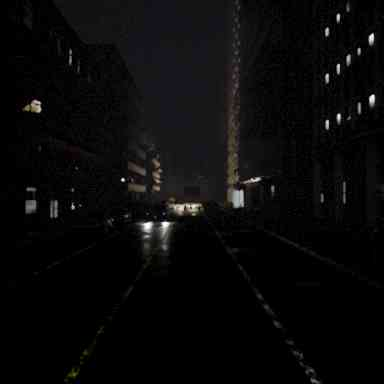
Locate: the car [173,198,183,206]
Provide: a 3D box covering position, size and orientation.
[{"bbox_3d":[-2.949,2.292,73.198,1.812,1.442,4.674,0,-1,0],"label":"car"}]

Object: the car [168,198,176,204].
[{"bbox_3d":[-5.624,2.437,93.065,1.967,1.590,4.097,0,-1,0],"label":"car"}]

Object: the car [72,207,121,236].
[{"bbox_3d":[-5.677,1.782,19.637,1.802,1.307,4.206,0,-1,0],"label":"car"}]

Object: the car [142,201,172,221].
[{"bbox_3d":[-3.076,1.838,30.264,1.812,1.442,4.674,0,-1,0],"label":"car"}]

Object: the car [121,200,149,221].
[{"bbox_3d":[-5.669,1.634,30.936,2.192,1.841,5.009,0,-1,0],"label":"car"}]

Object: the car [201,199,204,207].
[{"bbox_3d":[2.724,1.939,47.873,1.967,1.590,4.097,0,-1,0],"label":"car"}]

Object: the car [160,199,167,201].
[{"bbox_3d":[-5.653,2.110,53.526,2.008,1.369,4.403,0,-1,0],"label":"car"}]

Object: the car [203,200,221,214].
[{"bbox_3d":[2.720,1.966,42.395,1.752,1.417,4.829,0,-1,0],"label":"car"}]

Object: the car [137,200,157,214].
[{"bbox_3d":[-5.661,1.879,42.232,1.967,1.590,4.097,0,-1,0],"label":"car"}]

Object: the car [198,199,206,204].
[{"bbox_3d":[2.756,2.543,93.058,1.887,1.381,4.507,0,-1,0],"label":"car"}]

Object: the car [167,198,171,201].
[{"bbox_3d":[-5.645,2.247,64.823,1.947,1.339,4.313,0,-1,0],"label":"car"}]

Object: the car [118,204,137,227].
[{"bbox_3d":[-5.673,1.841,25.285,1.802,1.307,4.206,0,-1,0],"label":"car"}]

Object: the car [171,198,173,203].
[{"bbox_3d":[-5.641,2.267,70.302,1.752,1.417,4.829,0,-1,0],"label":"car"}]

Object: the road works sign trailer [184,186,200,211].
[{"bbox_3d":[0.035,0.965,48.044,2.380,3.560,2.880,0,-1,0],"label":"road works sign trailer"}]

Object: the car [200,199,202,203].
[{"bbox_3d":[2.727,2.110,53.521,2.008,1.369,4.403,0,-1,0],"label":"car"}]
